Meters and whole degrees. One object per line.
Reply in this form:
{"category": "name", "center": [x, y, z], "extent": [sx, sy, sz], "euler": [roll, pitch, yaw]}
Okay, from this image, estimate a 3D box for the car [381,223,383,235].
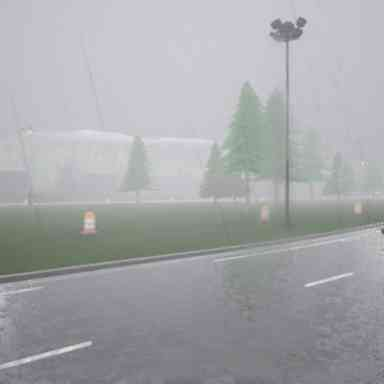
{"category": "car", "center": [11.172, 1.540, 16.013], "extent": [5.357, 1.411, 2.033], "euler": [0, 0, -35]}
